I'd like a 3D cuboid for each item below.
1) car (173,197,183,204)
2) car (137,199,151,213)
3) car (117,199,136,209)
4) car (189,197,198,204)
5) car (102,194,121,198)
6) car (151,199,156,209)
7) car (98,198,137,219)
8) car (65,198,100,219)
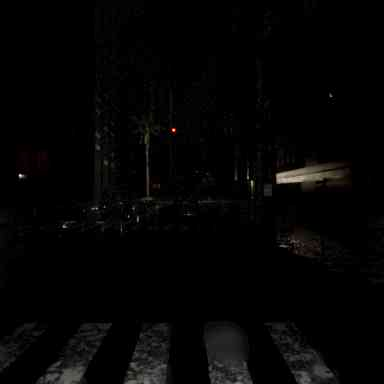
[{"bbox_3d":[-2.971,1.791,69.833,1.994,1.385,4.181,0,0,0],"label":"car"},{"bbox_3d":[-6.502,1.587,39.093,2.128,1.511,4.902,0,0,0],"label":"car"},{"bbox_3d":[-9.710,1.701,49.798,1.994,1.385,4.181,0,0,0],"label":"car"},{"bbox_3d":[0.280,1.791,69.850,1.994,1.385,4.181,0,0,0],"label":"car"},{"bbox_3d":[-9.753,1.320,39.838,2.150,2.045,5.566,0,0,0],"label":"car"},{"bbox_3d":[-6.467,1.735,48.982,1.895,1.301,4.718,0,0,1],"label":"car"},{"bbox_3d":[-6.526,1.543,29.625,1.882,1.535,5.008,0,0,0],"label":"car"},{"bbox_3d":[-9.772,1.544,29.892,1.882,1.535,5.008,0,0,0],"label":"car"}]
